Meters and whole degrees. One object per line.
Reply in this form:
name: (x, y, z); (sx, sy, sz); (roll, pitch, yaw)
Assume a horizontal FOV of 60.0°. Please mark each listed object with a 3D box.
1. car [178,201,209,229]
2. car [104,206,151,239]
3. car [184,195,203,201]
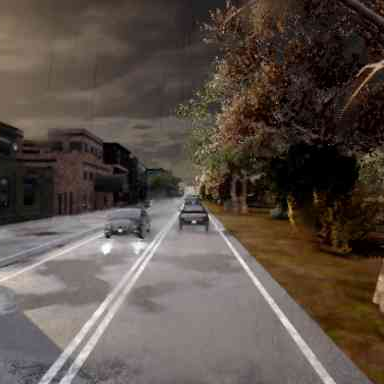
car: (0.124, 1.563, 22.198); (2.128, 1.511, 4.902); (0, 0, 0)
car: (-3.332, 1.559, 17.907); (1.837, 1.490, 4.892); (0, 0, 0)
car: (0.159, 1.364, 42.094); (2.150, 2.045, 5.566); (0, 0, 0)
